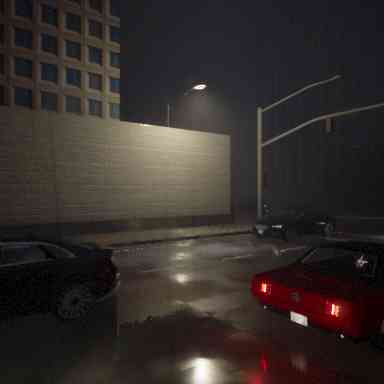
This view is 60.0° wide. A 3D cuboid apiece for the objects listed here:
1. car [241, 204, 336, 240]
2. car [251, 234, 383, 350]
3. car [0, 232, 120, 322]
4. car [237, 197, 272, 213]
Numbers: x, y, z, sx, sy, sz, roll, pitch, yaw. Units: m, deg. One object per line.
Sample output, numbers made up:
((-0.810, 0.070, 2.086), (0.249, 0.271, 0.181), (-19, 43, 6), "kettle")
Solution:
((5.036, 1.490, 16.157), (4.902, 1.511, 2.128), (0, 0, -35), "car")
((3.418, 1.601, 6.225), (4.718, 1.301, 1.895), (0, 0, -35), "car")
((-3.685, 1.491, 5.664), (4.902, 1.511, 2.128), (0, 0, -35), "car")
((6.813, 1.407, 34.686), (2.097, 1.767, 4.553), (0, 0, -35), "car")
